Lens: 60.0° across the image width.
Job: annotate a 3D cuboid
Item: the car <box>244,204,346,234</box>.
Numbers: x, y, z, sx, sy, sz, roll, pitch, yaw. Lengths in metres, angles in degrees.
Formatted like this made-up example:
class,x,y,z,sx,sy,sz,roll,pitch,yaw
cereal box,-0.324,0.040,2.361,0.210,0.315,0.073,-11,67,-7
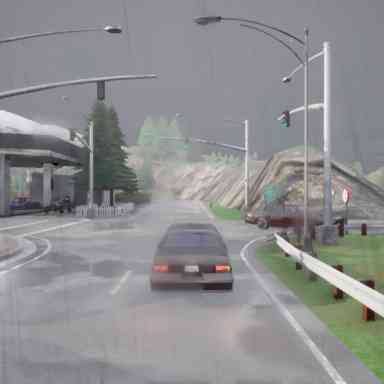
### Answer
class,x,y,z,sx,sy,sz,roll,pitch,yaw
car,5.464,1.373,18.178,5.357,1.411,2.033,-1,0,44

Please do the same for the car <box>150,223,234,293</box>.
class,x,y,z,sx,sy,sz,roll,pitch,yaw
car,0.008,1.547,9.005,2.033,1.411,5.357,0,0,0

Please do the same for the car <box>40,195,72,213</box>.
class,x,y,z,sx,sy,sz,roll,pitch,yaw
car,-14.532,1.311,36.332,1.905,1.878,3.866,0,0,-1

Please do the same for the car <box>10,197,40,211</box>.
class,x,y,z,sx,sy,sz,roll,pitch,yaw
car,-20.240,1.478,40.609,2.242,1.667,4.611,0,0,-1
